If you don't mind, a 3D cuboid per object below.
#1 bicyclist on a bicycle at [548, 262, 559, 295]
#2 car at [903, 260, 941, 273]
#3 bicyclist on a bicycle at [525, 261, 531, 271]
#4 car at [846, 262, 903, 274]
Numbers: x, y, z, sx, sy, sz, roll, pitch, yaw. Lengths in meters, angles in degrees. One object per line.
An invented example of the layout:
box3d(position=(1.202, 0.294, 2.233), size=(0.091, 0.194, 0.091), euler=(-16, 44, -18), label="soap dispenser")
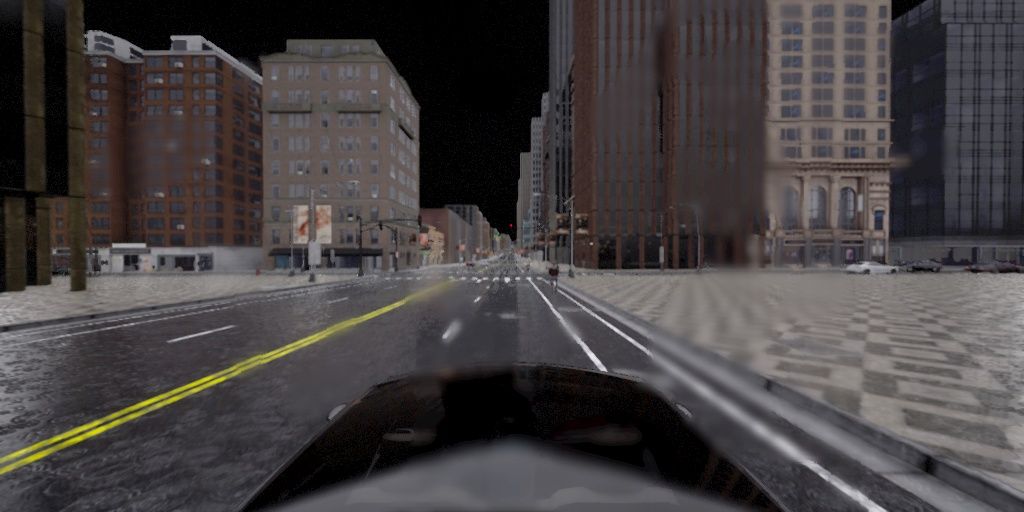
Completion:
box3d(position=(2.274, 1.215, 19.700), size=(0.659, 1.776, 1.843), euler=(0, 0, 0), label="bicyclist on a bicycle")
box3d(position=(48.331, 1.250, 43.021), size=(4.902, 1.511, 2.128), euler=(0, 1, 0), label="car")
box3d(position=(2.498, 1.499, 54.934), size=(0.866, 1.612, 1.509), euler=(-3, 0, -1), label="bicyclist on a bicycle")
box3d(position=(40.024, 1.348, 39.973), size=(4.674, 1.442, 1.812), euler=(0, 1, 0), label="car")
